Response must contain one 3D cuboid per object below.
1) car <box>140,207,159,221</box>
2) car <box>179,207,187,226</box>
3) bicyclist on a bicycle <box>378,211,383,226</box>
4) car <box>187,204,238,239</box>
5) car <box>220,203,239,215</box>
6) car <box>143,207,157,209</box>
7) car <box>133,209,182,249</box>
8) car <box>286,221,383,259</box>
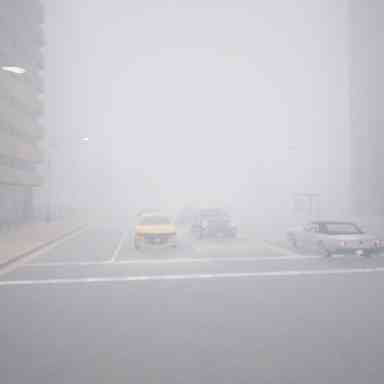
[{"bbox_3d":[-4.606,2.329,35.781,1.895,1.301,4.718,0,-1,-8],"label":"car"},{"bbox_3d":[-0.119,2.065,29.088,1.882,1.535,5.008,0,-1,-8],"label":"car"},{"bbox_3d":[15.028,1.796,25.523,1.656,1.620,0.582,0,-1,-8],"label":"bicyclist on a bicycle"},{"bbox_3d":[1.205,1.755,19.979,2.097,1.767,4.553,0,-1,-8],"label":"car"},{"bbox_3d":[5.625,2.472,49.478,2.128,1.511,4.902,0,-1,13],"label":"car"},{"bbox_3d":[-3.176,2.004,25.816,1.882,1.535,5.008,0,-1,-8],"label":"car"},{"bbox_3d":[-1.835,1.817,16.572,1.882,1.535,5.008,0,-1,-8],"label":"car"},{"bbox_3d":[5.647,1.877,13.928,1.895,1.301,4.718,0,-1,-6],"label":"car"}]
